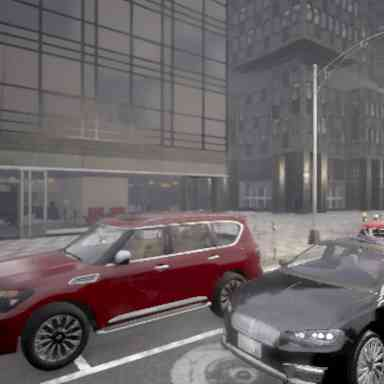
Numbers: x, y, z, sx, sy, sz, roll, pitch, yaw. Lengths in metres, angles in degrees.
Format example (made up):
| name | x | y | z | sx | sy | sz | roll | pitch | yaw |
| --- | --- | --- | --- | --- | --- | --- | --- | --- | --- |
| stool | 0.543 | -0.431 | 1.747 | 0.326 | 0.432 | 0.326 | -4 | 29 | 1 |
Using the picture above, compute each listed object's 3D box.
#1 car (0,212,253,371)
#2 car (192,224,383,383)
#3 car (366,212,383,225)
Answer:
| name | x | y | z | sx | sy | sz | roll | pitch | yaw |
| --- | --- | --- | --- | --- | --- | --- | --- | --- | --- |
| car | -0.912 | 1.327 | 5.882 | 5.009 | 1.841 | 2.192 | 0 | 0 | -35 |
| car | 2.663 | 1.516 | 5.233 | 4.902 | 1.511 | 2.128 | 1 | 0 | -35 |
| car | 8.271 | 1.379 | 12.430 | 5.009 | 1.841 | 2.192 | 0 | 0 | -35 |
